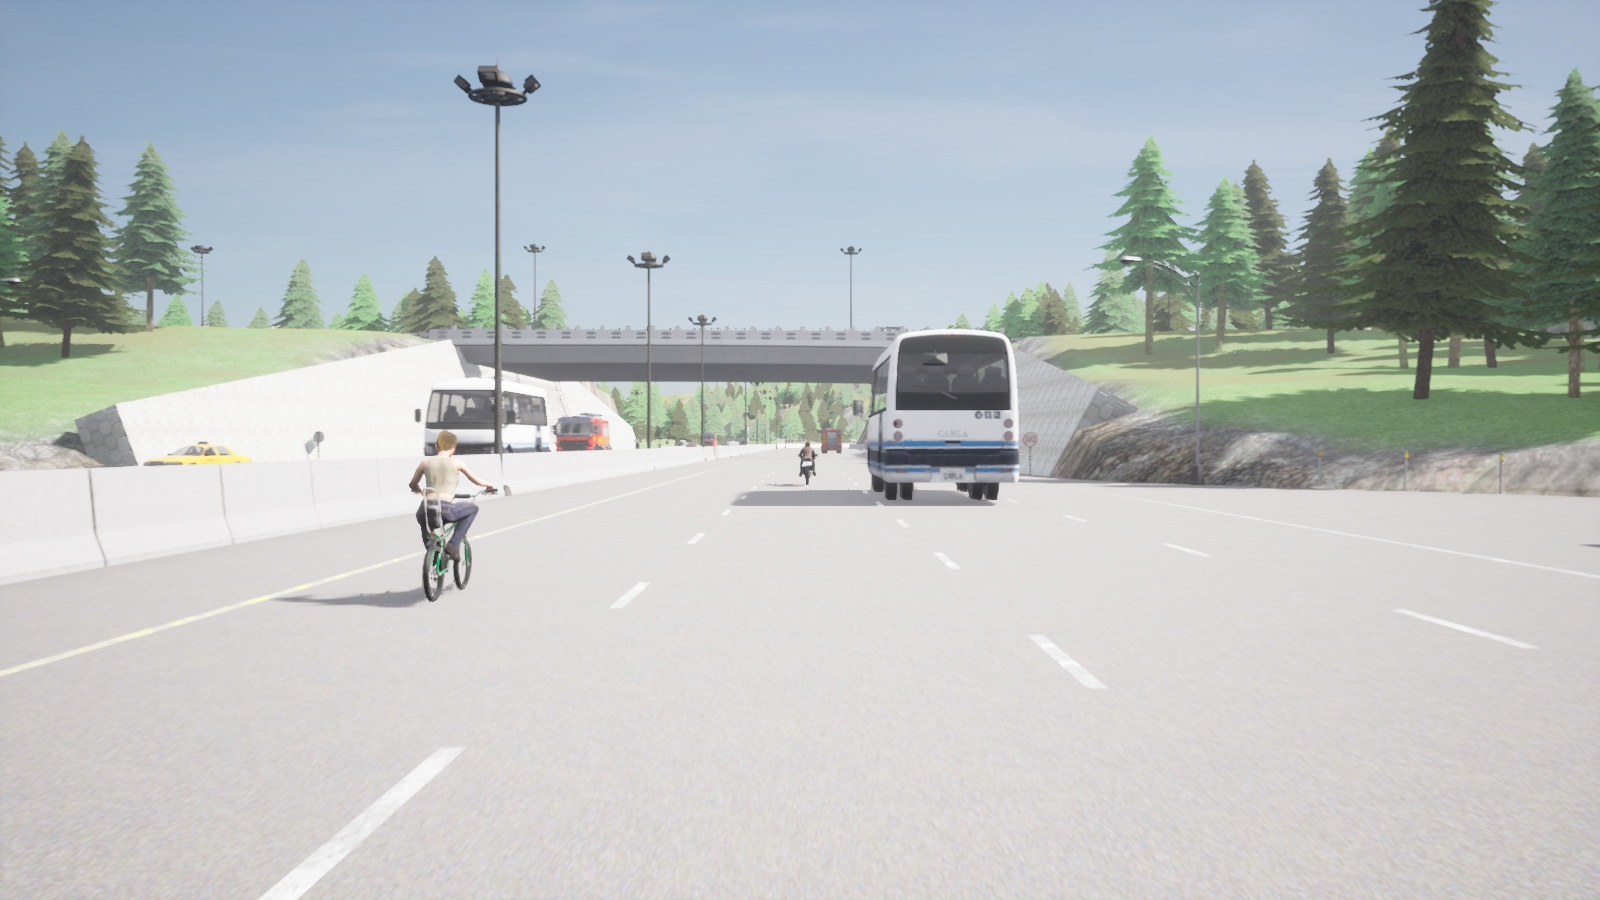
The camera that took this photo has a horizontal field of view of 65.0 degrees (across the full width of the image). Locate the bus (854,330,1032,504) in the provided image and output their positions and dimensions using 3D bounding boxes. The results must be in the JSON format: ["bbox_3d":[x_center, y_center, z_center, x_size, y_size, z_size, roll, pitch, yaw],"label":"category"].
[{"bbox_3d":[3.720,-0.829,35.822,3.944,4.253,10.273,0,0,0],"label":"bus"}]

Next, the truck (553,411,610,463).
[{"bbox_3d":[-16.928,-0.983,97.756,2.891,3.827,8.468,0,0,0],"label":"truck"}]

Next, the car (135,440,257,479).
[{"bbox_3d":[-25.312,0.367,52.877,1.801,1.575,5.366,0,0,11],"label":"car"}]

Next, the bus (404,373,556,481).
[{"bbox_3d":[-13.672,-0.950,54.821,3.944,4.253,10.273,0,0,0],"label":"bus"}]

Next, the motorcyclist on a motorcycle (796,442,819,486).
[{"bbox_3d":[0.268,0.478,44.452,0.797,1.523,2.044,0,0,0],"label":"motorcyclist on a motorcycle"}]

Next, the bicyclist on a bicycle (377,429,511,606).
[{"bbox_3d":[-3.420,0.611,12.212,0.866,1.612,1.509,0,0,1],"label":"bicyclist on a bicycle"}]
